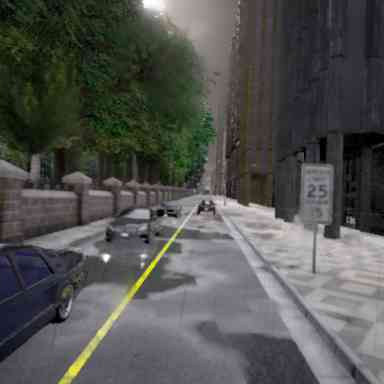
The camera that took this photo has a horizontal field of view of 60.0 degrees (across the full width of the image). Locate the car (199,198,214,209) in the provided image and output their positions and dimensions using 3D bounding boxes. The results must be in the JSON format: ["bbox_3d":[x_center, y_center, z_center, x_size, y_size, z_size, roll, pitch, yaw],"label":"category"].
[{"bbox_3d":[2.083,1.597,47.253,1.895,1.301,4.718,2,0,3],"label":"car"}]

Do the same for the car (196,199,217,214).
[{"bbox_3d":[1.577,1.536,35.066,1.812,1.442,4.674,2,0,4],"label":"car"}]

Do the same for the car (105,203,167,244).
[{"bbox_3d":[-2.511,1.414,15.322,1.812,1.442,4.674,2,0,3],"label":"car"}]

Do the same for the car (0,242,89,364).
[{"bbox_3d":[-3.019,1.430,4.265,2.033,1.411,5.357,2,0,3],"label":"car"}]

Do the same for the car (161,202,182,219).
[{"bbox_3d":[-1.917,1.489,27.914,1.895,1.301,4.718,2,0,3],"label":"car"}]
